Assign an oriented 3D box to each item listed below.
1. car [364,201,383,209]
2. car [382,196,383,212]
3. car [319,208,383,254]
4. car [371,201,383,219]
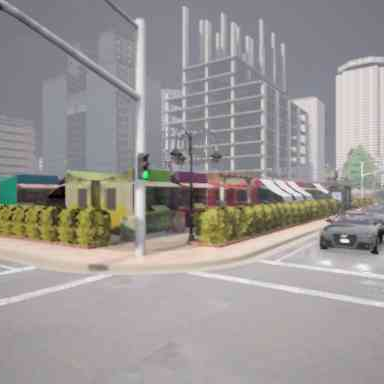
[{"bbox_3d":[11.754,1.548,21.230,2.033,1.411,5.357,0,0,34],"label":"car"},{"bbox_3d":[23.087,1.352,37.928,2.097,1.767,4.553,0,0,34],"label":"car"},{"bbox_3d":[6.579,1.565,13.570,1.994,1.385,4.181,0,0,34],"label":"car"},{"bbox_3d":[17.393,1.548,29.570,2.033,1.411,5.357,0,0,34],"label":"car"}]
